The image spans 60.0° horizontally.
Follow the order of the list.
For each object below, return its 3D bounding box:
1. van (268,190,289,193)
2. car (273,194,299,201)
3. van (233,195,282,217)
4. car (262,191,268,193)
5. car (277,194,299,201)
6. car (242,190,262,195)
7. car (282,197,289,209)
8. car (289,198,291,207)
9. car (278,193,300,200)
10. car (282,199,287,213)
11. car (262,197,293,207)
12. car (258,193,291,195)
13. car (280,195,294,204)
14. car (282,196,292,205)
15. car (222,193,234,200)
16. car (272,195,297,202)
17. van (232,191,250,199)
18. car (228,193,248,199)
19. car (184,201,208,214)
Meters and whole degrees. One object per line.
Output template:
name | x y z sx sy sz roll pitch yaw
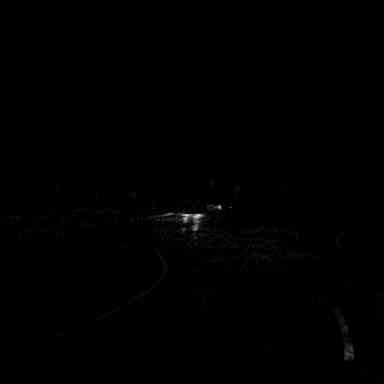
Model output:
van | 17.018 1.152 62.343 4.442 1.987 1.878 0 1 20
car | 20.593 1.169 72.861 5.366 1.575 1.946 0 1 20
van | 7.159 1.683 36.404 4.442 1.987 1.878 0 1 20
car | 19.046 1.076 82.787 2.128 1.511 4.902 0 1 20
car | 21.759 1.149 75.389 4.792 1.488 2.163 0 1 20
car | 10.531 1.234 59.521 2.150 2.045 5.566 0 1 20
car | 9.025 1.798 41.635 5.366 1.575 1.946 0 1 20
car | 10.191 1.776 44.162 4.792 1.488 2.163 0 1 20
car | 22.701 1.069 77.998 4.892 1.521 2.231 0 1 20
car | 8.263 1.884 38.957 4.792 1.488 2.163 0 1 20
car | 14.017 1.575 54.581 4.674 1.452 2.002 0 1 20
car | 13.083 1.462 51.964 4.553 1.767 2.185 0 1 20
car | 12.096 1.640 49.373 5.008 1.535 2.097 0 1 20
car | 11.121 1.694 46.775 4.892 1.521 2.231 0 1 20
car | 6.861 1.545 59.405 2.128 1.511 4.902 0 1 21
car | 18.812 1.304 67.601 4.792 1.488 2.163 0 1 20
van | 13.156 0.759 89.570 4.442 1.987 1.878 0 1 20
car | 12.079 1.078 86.986 4.674 1.452 2.002 0 1 20
car | 0.564 1.903 42.530 1.837 1.490 4.892 0 1 20
